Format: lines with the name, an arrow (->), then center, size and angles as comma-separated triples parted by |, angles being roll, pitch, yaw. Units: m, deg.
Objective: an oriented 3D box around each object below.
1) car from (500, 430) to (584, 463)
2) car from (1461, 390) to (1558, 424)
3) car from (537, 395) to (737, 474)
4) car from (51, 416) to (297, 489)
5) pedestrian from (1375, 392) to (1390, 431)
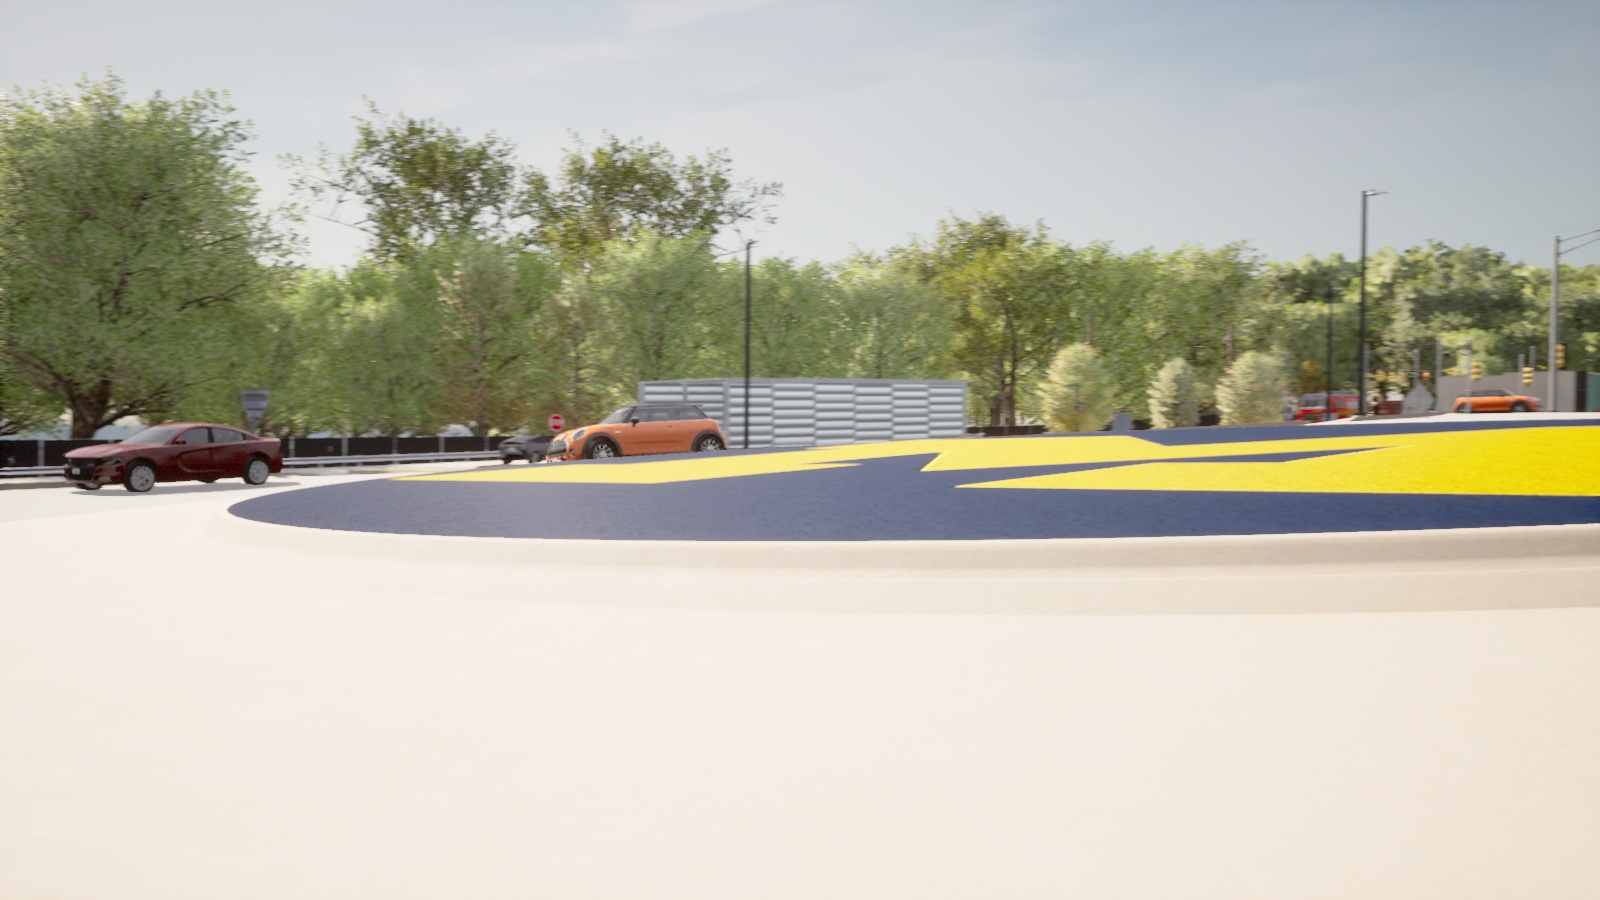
car -> -13.196, -0.200, 64.572 | 2.007, 1.525, 4.514 | 1, 2, 23
car -> 41.980, -2.535, 74.371 | 2.097, 1.767, 4.553 | 1, -1, -45
car -> -4.194, -0.417, 32.502 | 4.553, 1.767, 2.097 | -2, -3, -32
car -> -14.414, -0.019, 29.268 | 1.882, 1.535, 5.008 | 2, 2, 26
pedestrian -> 28.064, -1.857, 60.530 | 0.594, 1.836, 0.345 | 0, 1, -33
